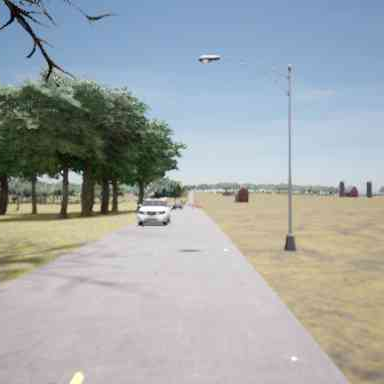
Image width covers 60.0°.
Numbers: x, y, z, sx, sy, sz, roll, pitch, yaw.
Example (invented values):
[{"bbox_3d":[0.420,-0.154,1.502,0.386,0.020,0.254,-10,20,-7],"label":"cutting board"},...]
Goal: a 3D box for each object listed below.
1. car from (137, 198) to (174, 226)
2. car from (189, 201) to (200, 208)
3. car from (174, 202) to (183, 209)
[{"bbox_3d":[-2.856,1.493,26.182,2.150,2.045,5.566,0,-1,0],"label":"car"},{"bbox_3d":[0.945,3.001,79.707,2.097,1.767,4.553,0,-2,0],"label":"car"},{"bbox_3d":[-2.765,2.771,66.758,2.033,1.411,5.357,0,-2,0],"label":"car"}]
